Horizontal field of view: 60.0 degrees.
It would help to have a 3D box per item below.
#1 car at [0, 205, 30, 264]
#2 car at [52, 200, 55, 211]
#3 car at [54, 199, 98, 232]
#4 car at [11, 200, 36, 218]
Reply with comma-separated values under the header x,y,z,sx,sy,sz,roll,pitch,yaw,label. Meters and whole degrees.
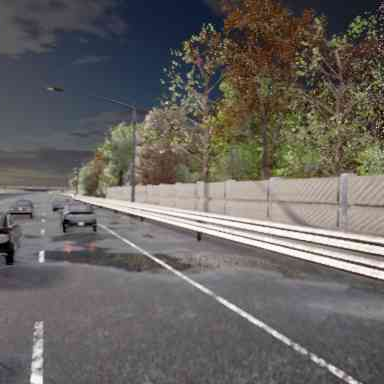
x,y,z,sx,sy,sz,roll,pitch,yaw,label
-6.757,1.400,11.028,2.128,1.511,4.902,1,0,-24,car
-14.594,1.424,37.389,1.994,1.385,4.181,1,0,-24,car
-6.735,1.430,19.576,2.128,1.511,4.902,1,0,-24,car
-14.218,1.375,27.914,2.033,1.411,5.357,1,0,-24,car
